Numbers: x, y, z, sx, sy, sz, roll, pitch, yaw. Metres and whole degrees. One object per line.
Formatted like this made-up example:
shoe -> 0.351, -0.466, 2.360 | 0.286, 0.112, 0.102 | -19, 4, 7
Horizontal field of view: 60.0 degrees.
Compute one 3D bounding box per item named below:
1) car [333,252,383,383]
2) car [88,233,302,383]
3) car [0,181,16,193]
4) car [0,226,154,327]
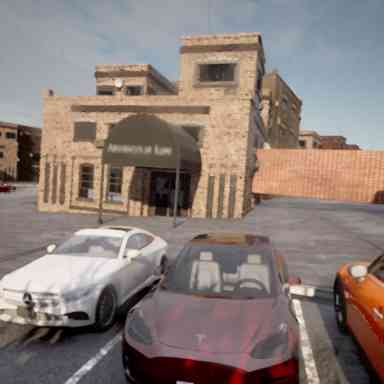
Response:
car -> 3.048, 1.348, 3.788 | 2.185, 1.767, 4.553 | 0, -1, 14
car -> 0.595, 1.494, 5.417 | 2.163, 1.488, 4.792 | 1, -1, 14
car -> -25.273, -0.700, 43.235 | 2.097, 1.767, 4.553 | 5, 4, 16
car -> -1.859, 1.495, 7.077 | 2.002, 1.452, 4.674 | 1, -1, 13
